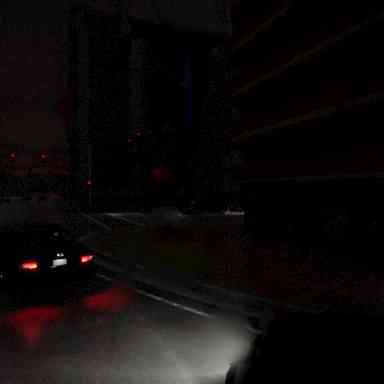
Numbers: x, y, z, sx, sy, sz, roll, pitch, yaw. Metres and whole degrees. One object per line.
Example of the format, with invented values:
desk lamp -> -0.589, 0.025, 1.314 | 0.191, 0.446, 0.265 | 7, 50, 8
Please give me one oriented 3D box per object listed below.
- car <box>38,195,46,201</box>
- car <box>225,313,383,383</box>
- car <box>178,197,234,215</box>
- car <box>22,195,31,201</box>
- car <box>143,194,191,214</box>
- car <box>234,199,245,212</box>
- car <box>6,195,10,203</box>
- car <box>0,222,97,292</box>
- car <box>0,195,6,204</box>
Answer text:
car -> -37.061, 1.539, 82.373 | 2.033, 1.411, 5.357 | 0, 0, -23
car -> 2.827, 1.547, 2.052 | 5.357, 1.411, 2.033 | 0, 0, 35
car -> 1.448, 1.560, 34.393 | 4.892, 1.490, 1.837 | 0, 0, -22
car -> -40.150, 1.524, 80.691 | 2.128, 1.511, 4.902 | 0, 0, -23
car -> -2.541, 1.277, 36.529 | 5.566, 2.045, 2.150 | 0, 0, -22
car -> 6.614, 1.560, 40.320 | 4.892, 1.490, 1.837 | 0, 0, -22
car -> -38.676, 1.354, 68.217 | 2.097, 1.767, 4.553 | 0, 0, -23
car -> -4.390, 1.547, 9.074 | 2.033, 1.411, 5.357 | 0, 0, -39
car -> -34.696, 1.600, 58.777 | 1.895, 1.301, 4.718 | 0, 0, -23
